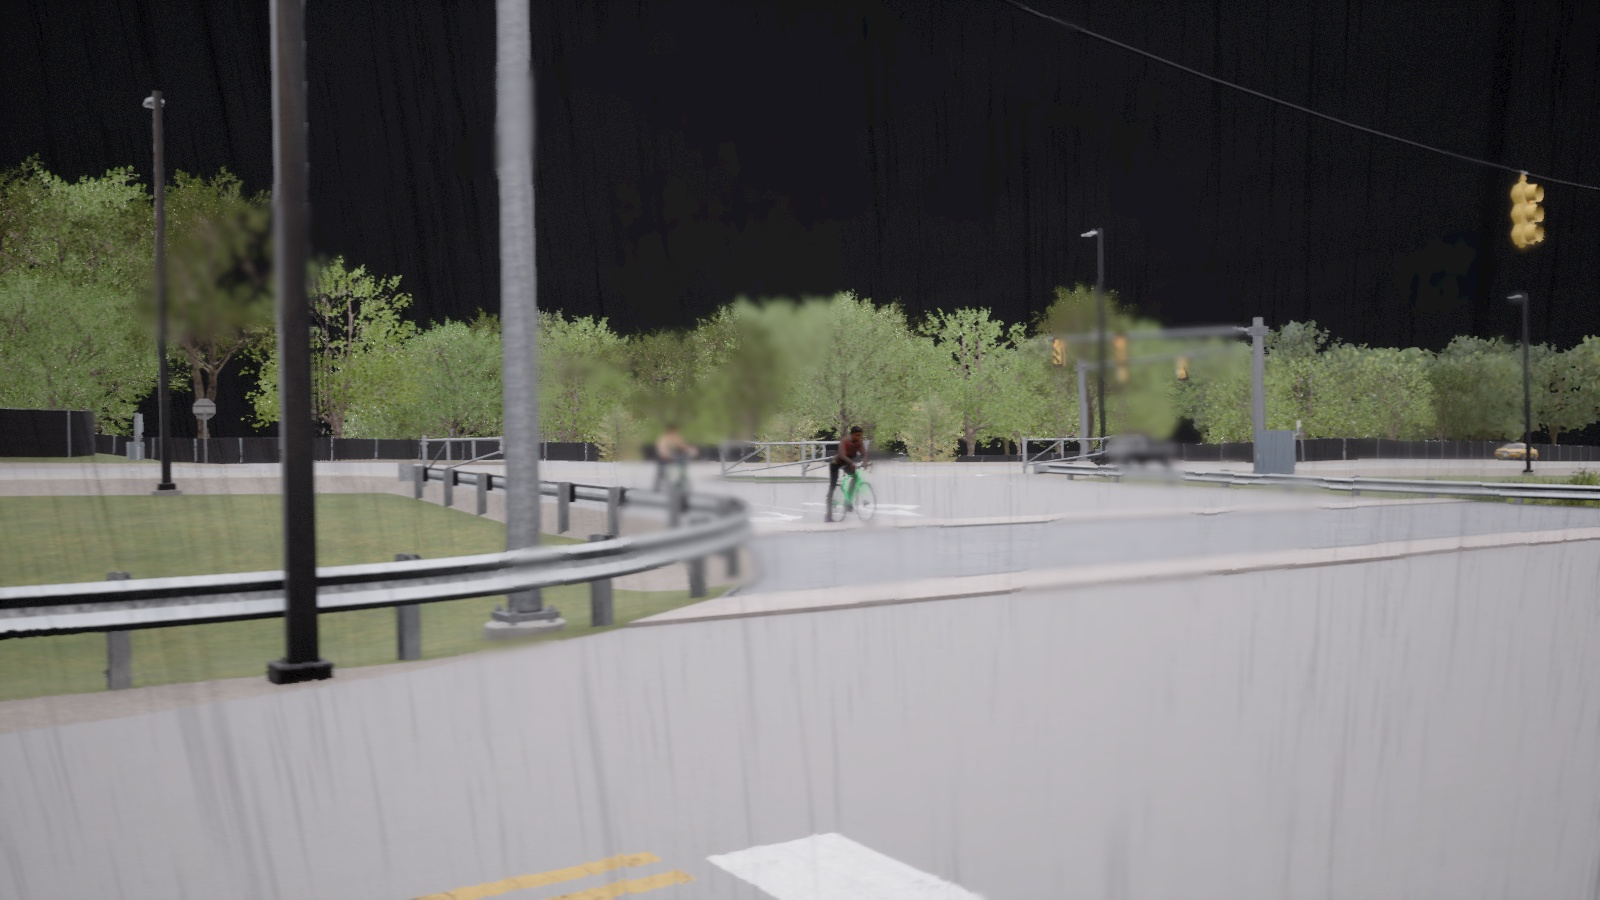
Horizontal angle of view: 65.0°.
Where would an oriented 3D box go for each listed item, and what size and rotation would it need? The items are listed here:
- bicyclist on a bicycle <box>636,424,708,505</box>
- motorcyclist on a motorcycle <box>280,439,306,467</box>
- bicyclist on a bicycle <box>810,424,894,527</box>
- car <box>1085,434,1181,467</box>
[{"bbox_3d":[-2.664,0.276,26.087,0.866,1.612,1.509,0,1,-33],"label":"bicyclist on a bicycle"},{"bbox_3d":[-27.906,0.167,69.108,0.866,1.530,2.191,-1,0,-35],"label":"motorcyclist on a motorcycle"},{"bbox_3d":[0.836,0.435,20.597,0.582,1.620,1.656,0,-3,-27],"label":"bicyclist on a bicycle"},{"bbox_3d":[16.125,0.015,60.689,4.514,1.525,2.007,0,0,-34],"label":"car"}]
